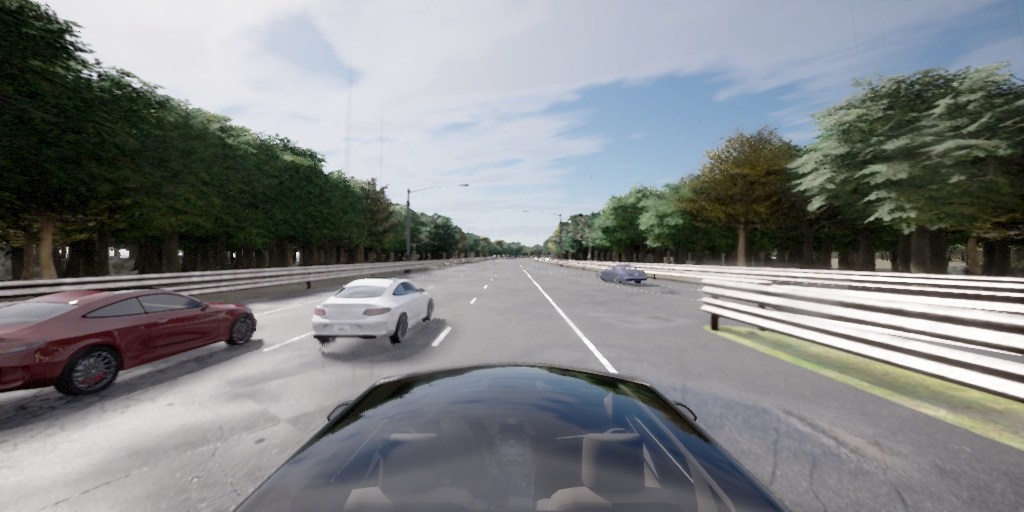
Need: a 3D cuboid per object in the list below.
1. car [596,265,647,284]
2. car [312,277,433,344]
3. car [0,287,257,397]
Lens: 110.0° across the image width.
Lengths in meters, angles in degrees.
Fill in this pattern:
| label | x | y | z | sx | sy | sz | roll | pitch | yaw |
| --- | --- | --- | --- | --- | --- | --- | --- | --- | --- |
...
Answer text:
| label | x | y | z | sx | sy | sz | roll | pitch | yaw |
| --- | --- | --- | --- | --- | --- | --- | --- | --- | --- |
| car | 8.354 | 1.387 | 27.783 | 2.033 | 1.411 | 5.357 | 0 | 0 | -10 |
| car | -3.406 | 1.289 | 9.482 | 1.812 | 1.442 | 4.674 | 0 | 0 | 0 |
| car | -6.897 | 1.284 | 6.451 | 1.812 | 1.442 | 4.674 | 0 | 0 | 0 |
